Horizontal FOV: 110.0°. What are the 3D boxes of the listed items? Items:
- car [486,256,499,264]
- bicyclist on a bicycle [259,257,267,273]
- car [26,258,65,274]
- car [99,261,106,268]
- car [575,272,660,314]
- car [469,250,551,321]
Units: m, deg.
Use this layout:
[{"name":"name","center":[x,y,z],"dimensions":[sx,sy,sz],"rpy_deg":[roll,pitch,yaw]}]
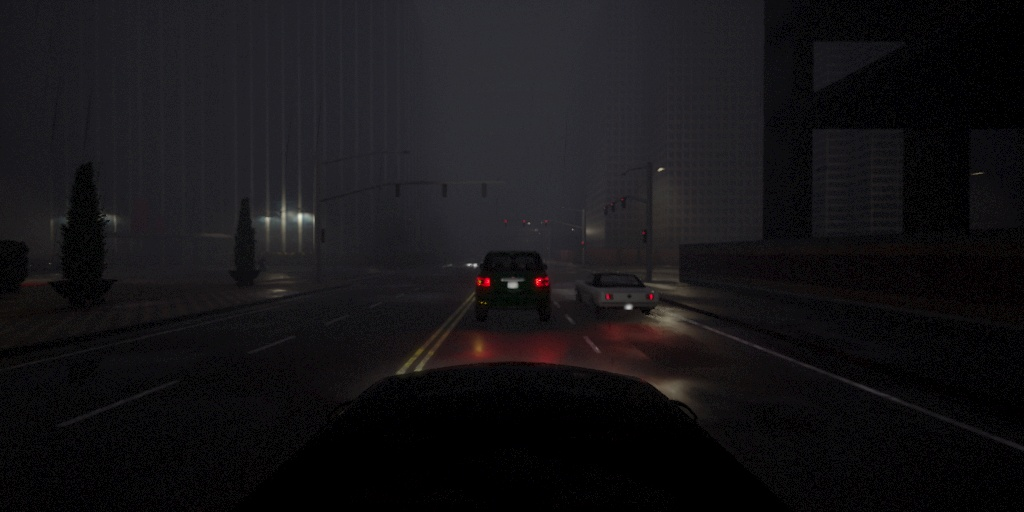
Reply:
[{"name":"car","center":[-3.524,0.704,65.340],"dimensions":[2.033,1.411,5.357],"rpy_deg":[0,1,0]},{"name":"bicyclist on a bicycle","center":[-24.674,0.887,35.540],"dimensions":[0.582,1.620,1.656],"rpy_deg":[0,0,-13]},{"name":"car","center":[-46.305,0.940,33.943],"dimensions":[4.902,1.511,2.128],"rpy_deg":[0,1,0]},{"name":"car","center":[-49.342,0.907,41.041],"dimensions":[4.674,1.442,1.812],"rpy_deg":[0,1,0]},{"name":"car","center":[3.557,1.245,13.095],"dimensions":[1.895,1.301,4.718],"rpy_deg":[0,1,0]},{"name":"car","center":[0.049,0.869,12.027],"dimensions":[2.150,2.045,5.566],"rpy_deg":[0,0,1]}]
